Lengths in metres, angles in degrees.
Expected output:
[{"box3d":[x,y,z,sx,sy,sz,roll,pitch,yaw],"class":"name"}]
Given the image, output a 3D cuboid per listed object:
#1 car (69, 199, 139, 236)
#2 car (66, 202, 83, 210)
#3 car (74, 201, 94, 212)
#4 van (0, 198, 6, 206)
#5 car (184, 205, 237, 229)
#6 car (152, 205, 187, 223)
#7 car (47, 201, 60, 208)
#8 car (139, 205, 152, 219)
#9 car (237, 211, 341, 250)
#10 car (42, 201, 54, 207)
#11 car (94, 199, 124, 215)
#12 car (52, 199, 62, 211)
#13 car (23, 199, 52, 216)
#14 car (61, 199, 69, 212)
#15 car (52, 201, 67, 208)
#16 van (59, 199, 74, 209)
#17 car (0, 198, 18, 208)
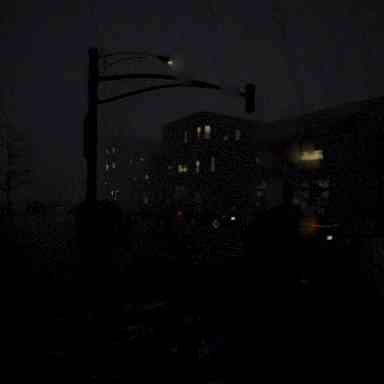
[{"box3d":[-5.331,1.481,19.592,2.192,1.841,5.009,0,-1,-34],"class":"car"},{"box3d":[-20.021,2.367,56.502,1.802,1.307,4.206,0,-1,-34],"class":"car"},{"box3d":[-16.929,2.154,51.897,1.967,1.590,4.097,0,-1,-34],"class":"car"},{"box3d":[-45.534,2.431,79.469,1.690,1.788,3.998,0,-1,-34],"class":"van"},{"box3d":[1.626,1.852,24.259,1.947,1.339,4.313,0,-1,-34],"class":"car"},{"box3d":[-1.466,1.798,28.867,1.967,1.590,4.097,0,-1,-34],"class":"car"},{"box3d":[-29.299,2.580,70.319,1.802,1.307,4.206,0,-1,-34],"class":"car"},{"box3d":[-4.654,1.957,33.613,1.752,1.417,4.829,0,-1,-34],"class":"car"},{"box3d":[4.308,1.593,14.916,2.128,1.511,4.902,1,-2,-23],"class":"car"},{"box3d":[-32.391,2.651,74.926,1.802,1.307,4.206,0,-1,-34],"class":"car"},{"box3d":[-10.745,1.887,42.687,2.192,1.841,5.009,0,-1,-34],"class":"car"},{"box3d":[-21.713,2.226,54.202,2.128,1.511,4.902,1,-1,-34],"class":"car"},{"box3d":[-17.701,1.891,38.014,1.967,1.590,4.097,0,-1,-34],"class":"car"},{"box3d":[-16.150,2.085,46.003,1.882,1.535,5.008,1,-1,-34],"class":"car"},{"box3d":[-26.206,2.472,65.714,1.887,1.381,4.507,0,-1,-34],"class":"car"},{"box3d":[-23.115,2.197,61.111,1.690,1.788,3.998,0,-1,-34],"class":"van"},{"box3d":[-36.256,2.428,65.649,2.008,1.369,4.403,0,-1,-34],"class":"car"}]
